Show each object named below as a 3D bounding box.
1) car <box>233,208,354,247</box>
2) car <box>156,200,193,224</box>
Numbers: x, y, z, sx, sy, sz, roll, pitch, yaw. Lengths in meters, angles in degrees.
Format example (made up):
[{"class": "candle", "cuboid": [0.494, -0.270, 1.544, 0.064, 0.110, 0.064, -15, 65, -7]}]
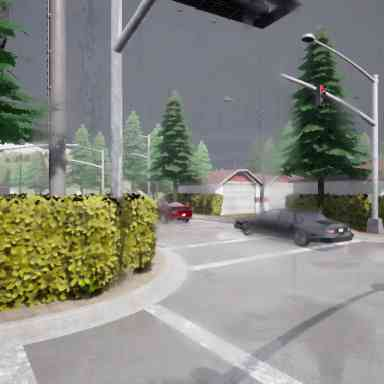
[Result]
[{"class": "car", "cuboid": [4.253, 1.422, 14.787, 2.033, 1.411, 5.357, 0, 2, -35]}, {"class": "car", "cuboid": [-1.945, 1.305, 23.380, 1.882, 1.535, 5.008, -1, 1, -35]}]
